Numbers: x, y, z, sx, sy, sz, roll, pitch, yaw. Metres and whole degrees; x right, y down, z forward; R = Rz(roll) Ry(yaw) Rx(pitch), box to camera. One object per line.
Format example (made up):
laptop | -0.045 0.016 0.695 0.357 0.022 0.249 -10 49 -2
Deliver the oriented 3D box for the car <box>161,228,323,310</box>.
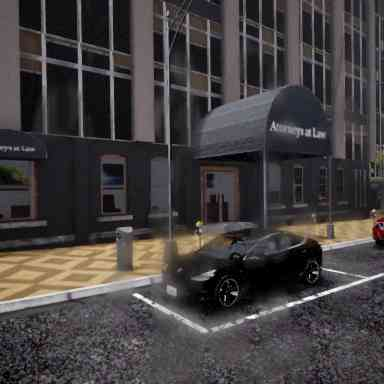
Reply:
car | 1.342 1.564 7.824 4.313 1.339 1.947 0 -1 -37

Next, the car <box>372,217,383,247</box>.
car | 9.615 1.310 14.030 5.009 1.841 2.192 0 -1 -37
